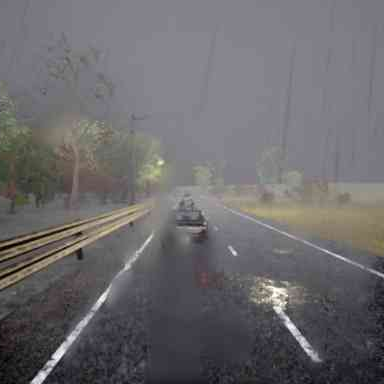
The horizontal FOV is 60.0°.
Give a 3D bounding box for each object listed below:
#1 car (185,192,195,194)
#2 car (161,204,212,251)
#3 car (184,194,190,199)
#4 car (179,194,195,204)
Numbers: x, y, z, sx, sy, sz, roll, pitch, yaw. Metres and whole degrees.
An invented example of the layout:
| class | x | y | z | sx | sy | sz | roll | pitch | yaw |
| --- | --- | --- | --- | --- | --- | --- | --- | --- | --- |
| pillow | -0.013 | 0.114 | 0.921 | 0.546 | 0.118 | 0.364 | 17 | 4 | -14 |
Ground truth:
| class | x | y | z | sx | sy | sz | roll | pitch | yaw |
| --- | --- | --- | --- | --- | --- | --- | --- | --- | --- |
| car | -0.985 | 1.238 | 64.772 | 2.097 | 1.767 | 4.553 | 0 | 0 | -1 |
| car | -0.226 | 1.471 | 13.911 | 2.128 | 1.511 | 4.902 | 0 | 0 | -1 |
| car | -1.430 | 1.286 | 94.928 | 1.882 | 1.535 | 5.008 | 0 | 0 | -1 |
| car | -0.673 | 1.423 | 43.892 | 2.128 | 1.511 | 4.902 | 0 | 0 | -1 |
